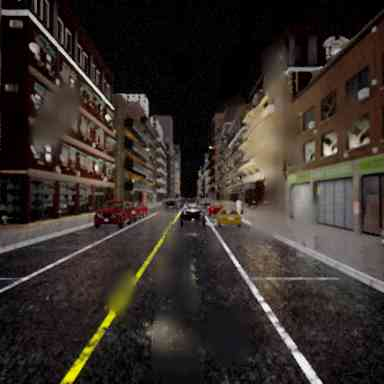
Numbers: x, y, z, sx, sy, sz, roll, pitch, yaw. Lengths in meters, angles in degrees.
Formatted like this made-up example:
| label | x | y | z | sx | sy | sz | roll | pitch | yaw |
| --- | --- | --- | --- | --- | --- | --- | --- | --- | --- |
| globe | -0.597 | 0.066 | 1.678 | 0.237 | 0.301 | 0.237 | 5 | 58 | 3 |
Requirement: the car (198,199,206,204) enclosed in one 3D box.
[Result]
| label | x | y | z | sx | sy | sz | roll | pitch | yaw |
| --- | --- | --- | --- | --- | --- | --- | --- | --- | --- |
| car | 2.557 | 2.514 | 86.748 | 1.947 | 1.339 | 4.313 | 0 | -1 | 0 |

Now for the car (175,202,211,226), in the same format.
| label | x | y | z | sx | sy | sz | roll | pitch | yaw |
| --- | --- | --- | --- | --- | --- | --- | --- | --- | --- |
| car | 0.060 | 1.779 | 25.867 | 2.128 | 1.511 | 4.902 | 0 | -1 | 0 |

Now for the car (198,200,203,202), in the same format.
| label | x | y | z | sx | sy | sz | roll | pitch | yaw |
| --- | --- | --- | --- | --- | --- | --- | --- | --- | --- |
| car | 0.035 | 2.028 | 42.142 | 1.994 | 1.385 | 4.181 | 0 | -1 | 0 |

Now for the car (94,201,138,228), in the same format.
| label | x | y | z | sx | sy | sz | roll | pitch | yaw |
| --- | --- | --- | --- | --- | --- | --- | --- | --- | --- |
| car | -5.726 | 1.592 | 24.747 | 2.192 | 1.841 | 5.009 | 0 | -1 | 0 |

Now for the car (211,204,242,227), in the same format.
| label | x | y | z | sx | sy | sz | roll | pitch | yaw |
| --- | --- | --- | --- | --- | --- | --- | --- | --- | --- |
| car | 2.654 | 1.801 | 24.924 | 1.752 | 1.417 | 4.829 | 0 | -1 | 0 |

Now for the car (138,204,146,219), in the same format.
| label | x | y | z | sx | sy | sz | roll | pitch | yaw |
| --- | --- | --- | --- | --- | --- | --- | --- | --- | --- |
| car | -5.735 | 1.778 | 30.381 | 1.967 | 1.590 | 4.097 | 0 | -1 | 0 |

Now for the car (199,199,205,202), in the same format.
| label | x | y | z | sx | sy | sz | roll | pitch | yaw |
| --- | --- | --- | --- | --- | --- | --- | --- | --- | --- |
| car | 2.601 | 2.194 | 58.569 | 2.008 | 1.369 | 4.403 | 0 | -1 | 0 |

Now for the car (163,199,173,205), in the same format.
| label | x | y | z | sx | sy | sz | roll | pitch | yaw |
| --- | --- | --- | --- | --- | --- | --- | --- | --- | --- |
| car | -5.816 | 2.441 | 81.103 | 2.008 | 1.369 | 4.403 | 0 | -1 | 0 |

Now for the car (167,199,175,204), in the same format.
| label | x | y | z | sx | sy | sz | roll | pitch | yaw |
| --- | --- | --- | --- | --- | --- | --- | --- | --- | --- |
| car | -5.833 | 2.557 | 92.375 | 1.887 | 1.381 | 4.507 | 0 | -1 | 0 |

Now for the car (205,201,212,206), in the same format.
| label | x | y | z | sx | sy | sz | roll | pitch | yaw |
| --- | --- | --- | --- | --- | --- | --- | --- | --- | --- |
| car | 2.636 | 1.942 | 36.026 | 1.887 | 1.381 | 4.507 | 0 | -1 | 0 |

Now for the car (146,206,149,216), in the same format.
| label | x | y | z | sx | sy | sz | roll | pitch | yaw |
| --- | --- | --- | --- | --- | --- | --- | --- | --- | --- |
| car | -5.744 | 1.945 | 36.017 | 1.887 | 1.381 | 4.507 | 0 | -1 | 0 |

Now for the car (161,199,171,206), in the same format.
| label | x | y | z | sx | sy | sz | roll | pitch | yaw |
| --- | --- | --- | --- | --- | --- | --- | --- | --- | --- |
| car | -5.806 | 2.380 | 75.467 | 2.008 | 1.369 | 4.403 | 0 | -1 | 0 |

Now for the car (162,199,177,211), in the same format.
| label | x | y | z | sx | sy | sz | roll | pitch | yaw |
| --- | --- | --- | --- | --- | --- | --- | --- | --- | --- |
| car | -3.080 | 2.074 | 51.394 | 1.837 | 1.490 | 4.892 | 0 | -1 | 0 |
